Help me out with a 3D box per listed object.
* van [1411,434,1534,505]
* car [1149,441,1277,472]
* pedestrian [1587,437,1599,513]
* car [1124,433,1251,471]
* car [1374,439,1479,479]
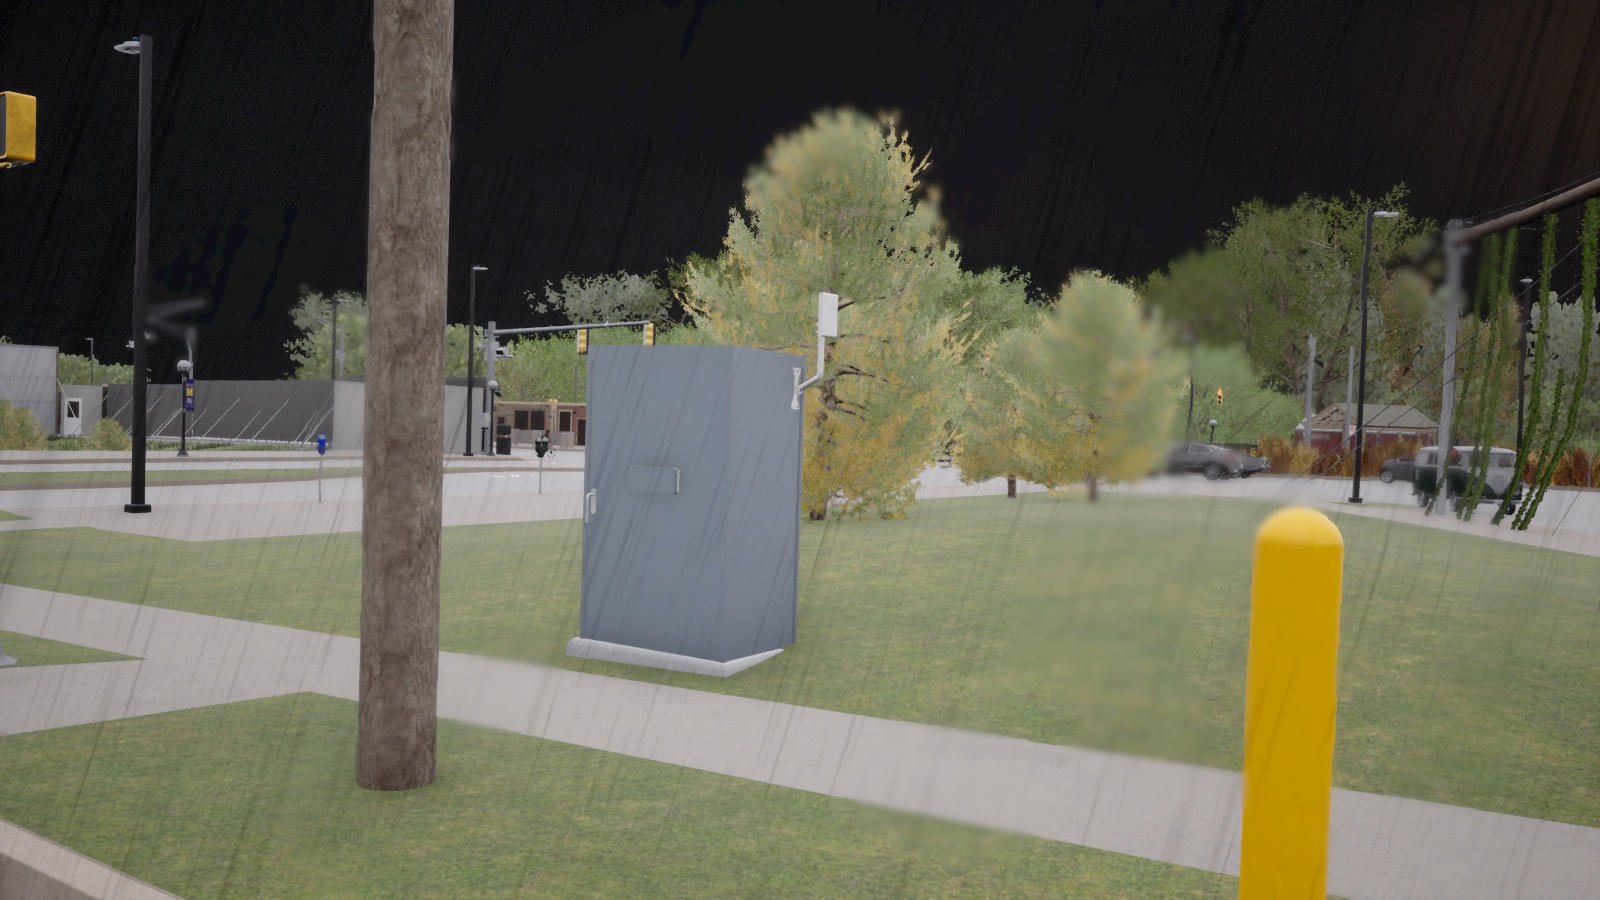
[{"bbox_3d":[20.362,0.535,38.234,1.775,1.987,4.442,1,1,7],"label":"van"},{"bbox_3d":[19.503,0.293,59.383,5.357,1.411,2.033,0,1,34],"label":"car"},{"bbox_3d":[21.125,0.652,32.815,0.788,1.949,0.423,1,2,5],"label":"pedestrian"},{"bbox_3d":[17.395,0.085,56.399,5.027,1.651,2.152,0,1,34],"label":"car"},{"bbox_3d":[26.470,0.341,53.162,1.845,1.501,3.633,-1,2,-22],"label":"car"}]
